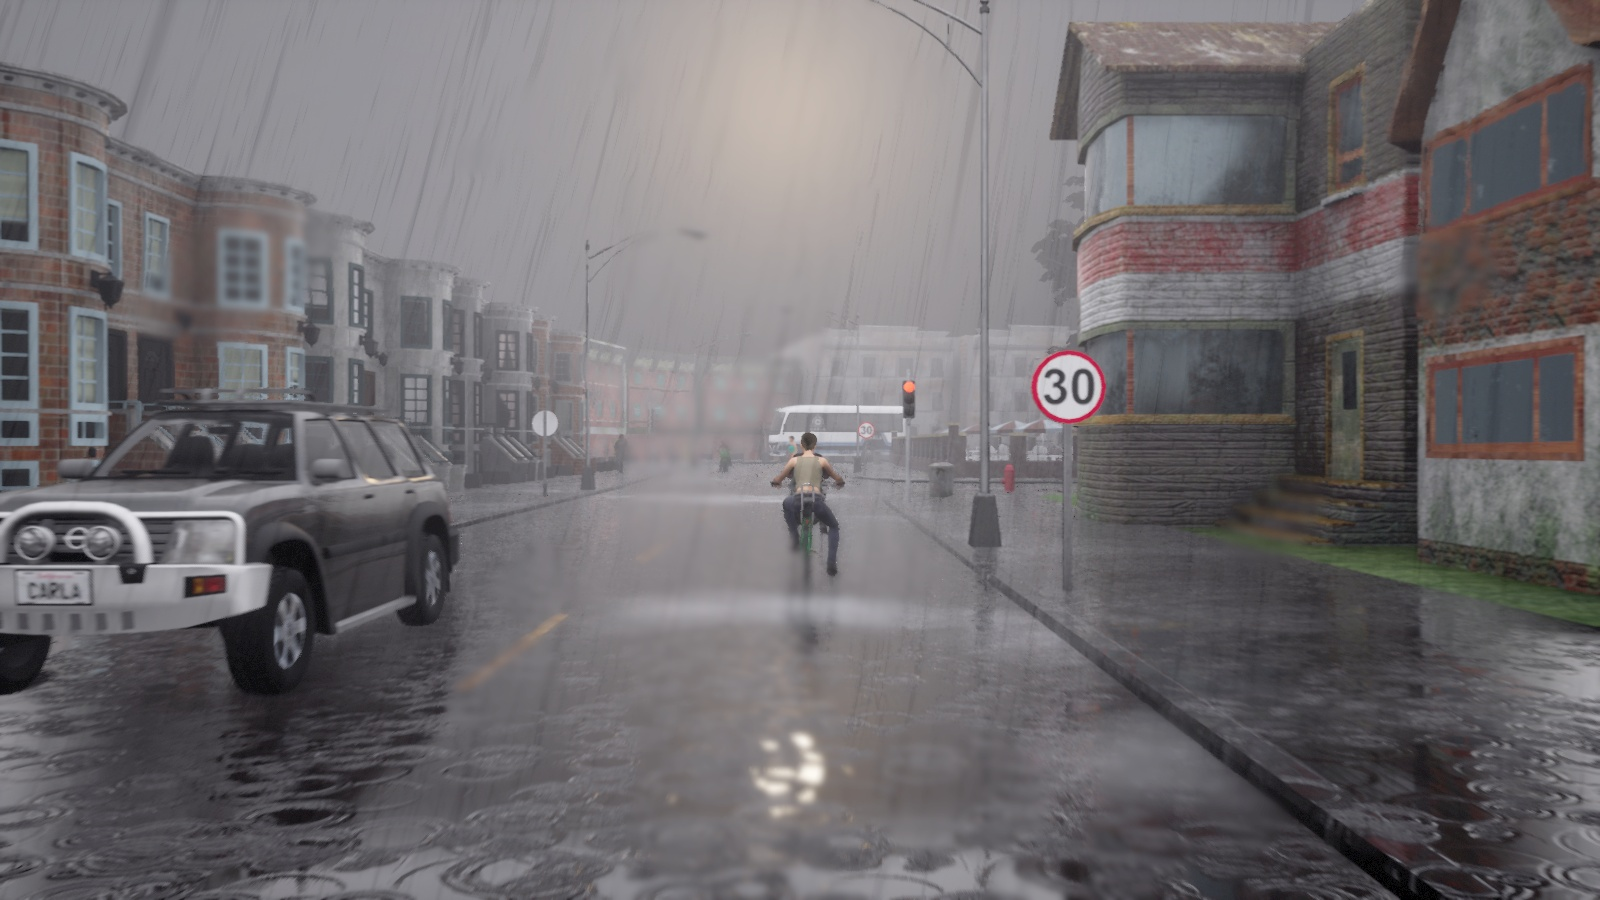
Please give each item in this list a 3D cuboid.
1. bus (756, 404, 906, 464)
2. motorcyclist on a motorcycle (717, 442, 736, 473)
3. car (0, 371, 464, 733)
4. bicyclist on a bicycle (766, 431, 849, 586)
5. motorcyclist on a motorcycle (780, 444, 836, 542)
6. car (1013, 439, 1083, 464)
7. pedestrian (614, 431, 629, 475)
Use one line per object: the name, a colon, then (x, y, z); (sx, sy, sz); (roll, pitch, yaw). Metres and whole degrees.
bus: (2.256, -1.153, 91.942); (10.273, 4.253, 3.944); (0, 1, -13)
motorcyclist on a motorcycle: (-3.651, 0.375, 62.235); (0.797, 1.523, 2.044); (0, 0, 0)
car: (-3.935, 0.511, 8.746); (1.932, 1.855, 4.605); (0, 0, 0)
bicyclist on a bicycle: (0.090, 0.603, 13.957); (0.866, 1.612, 1.509); (0, 2, 1)
motorcyclist on a motorcycle: (0.132, 0.665, 20.713); (0.866, 1.530, 2.191); (0, 0, 0)
car: (17.619, 0.116, 89.205); (4.553, 1.767, 2.097); (0, 0, 0)
pedestrian: (-8.022, 0.127, 56.559); (0.659, 1.952, 0.873); (0, 0, -6)
